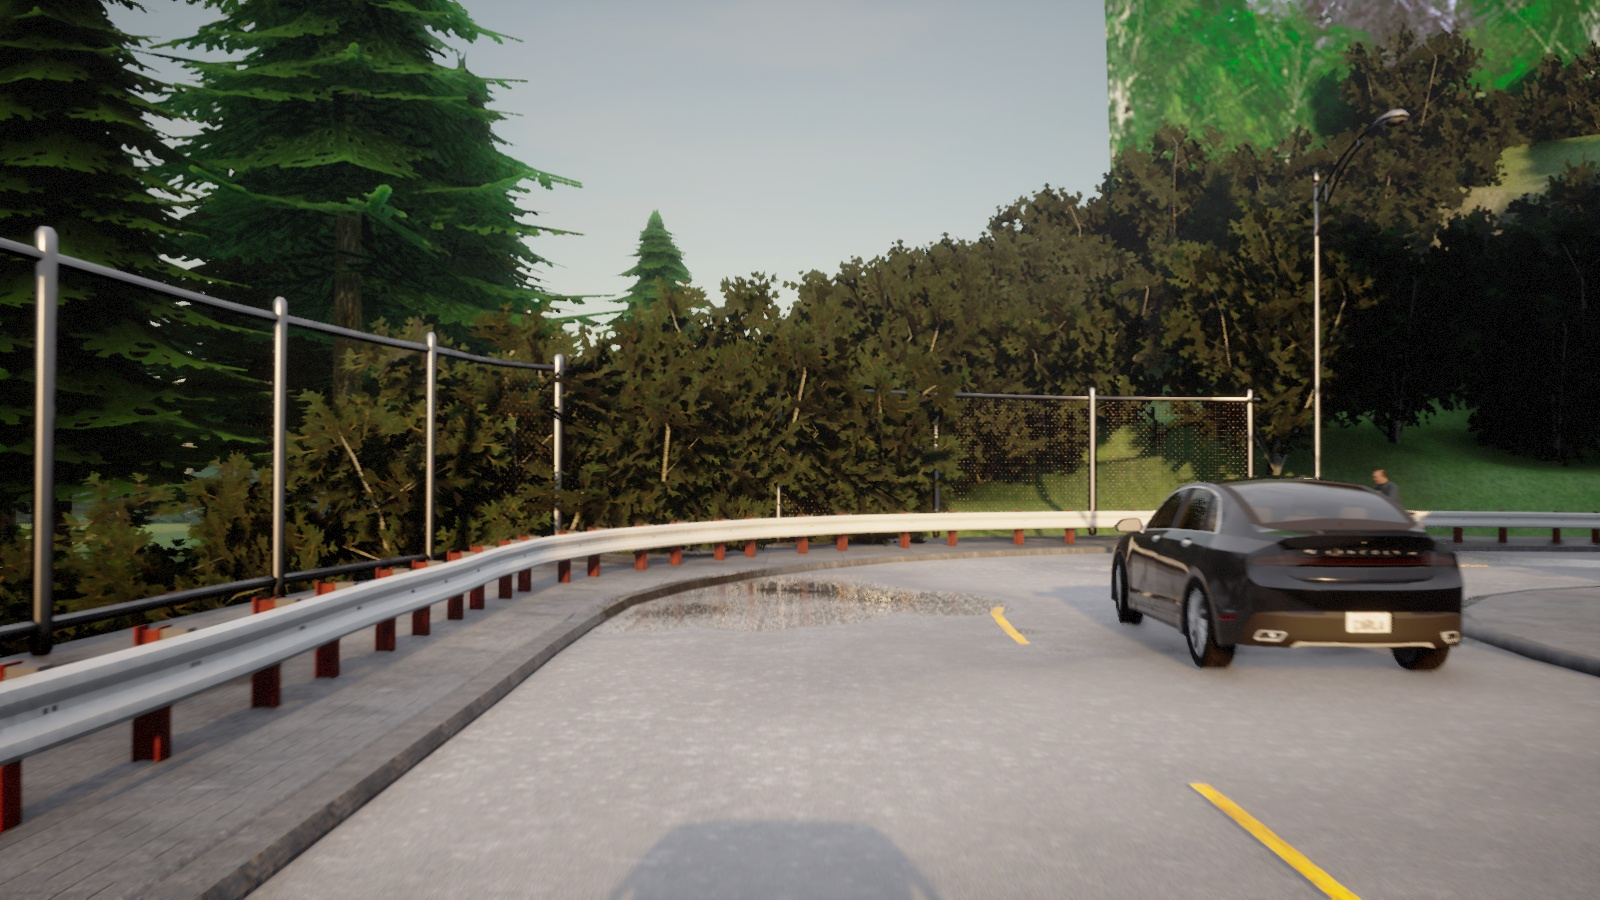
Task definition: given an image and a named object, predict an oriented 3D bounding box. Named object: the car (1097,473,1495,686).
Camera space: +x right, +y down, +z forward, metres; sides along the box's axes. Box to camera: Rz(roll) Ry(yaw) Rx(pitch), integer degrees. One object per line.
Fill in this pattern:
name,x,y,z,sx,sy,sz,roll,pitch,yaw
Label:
car,4.102,0.971,11.388,1.837,1.490,4.892,-1,-1,2
